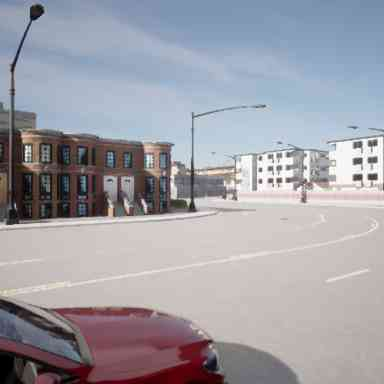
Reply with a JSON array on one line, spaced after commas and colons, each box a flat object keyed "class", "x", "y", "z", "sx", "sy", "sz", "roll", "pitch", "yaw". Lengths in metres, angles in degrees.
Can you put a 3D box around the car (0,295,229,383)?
[{"class": "car", "x": -1.850, "y": 1.519, "z": 2.421, "sx": 4.674, "sy": 1.442, "sz": 1.812, "roll": 0, "pitch": 0, "yaw": -35}]
